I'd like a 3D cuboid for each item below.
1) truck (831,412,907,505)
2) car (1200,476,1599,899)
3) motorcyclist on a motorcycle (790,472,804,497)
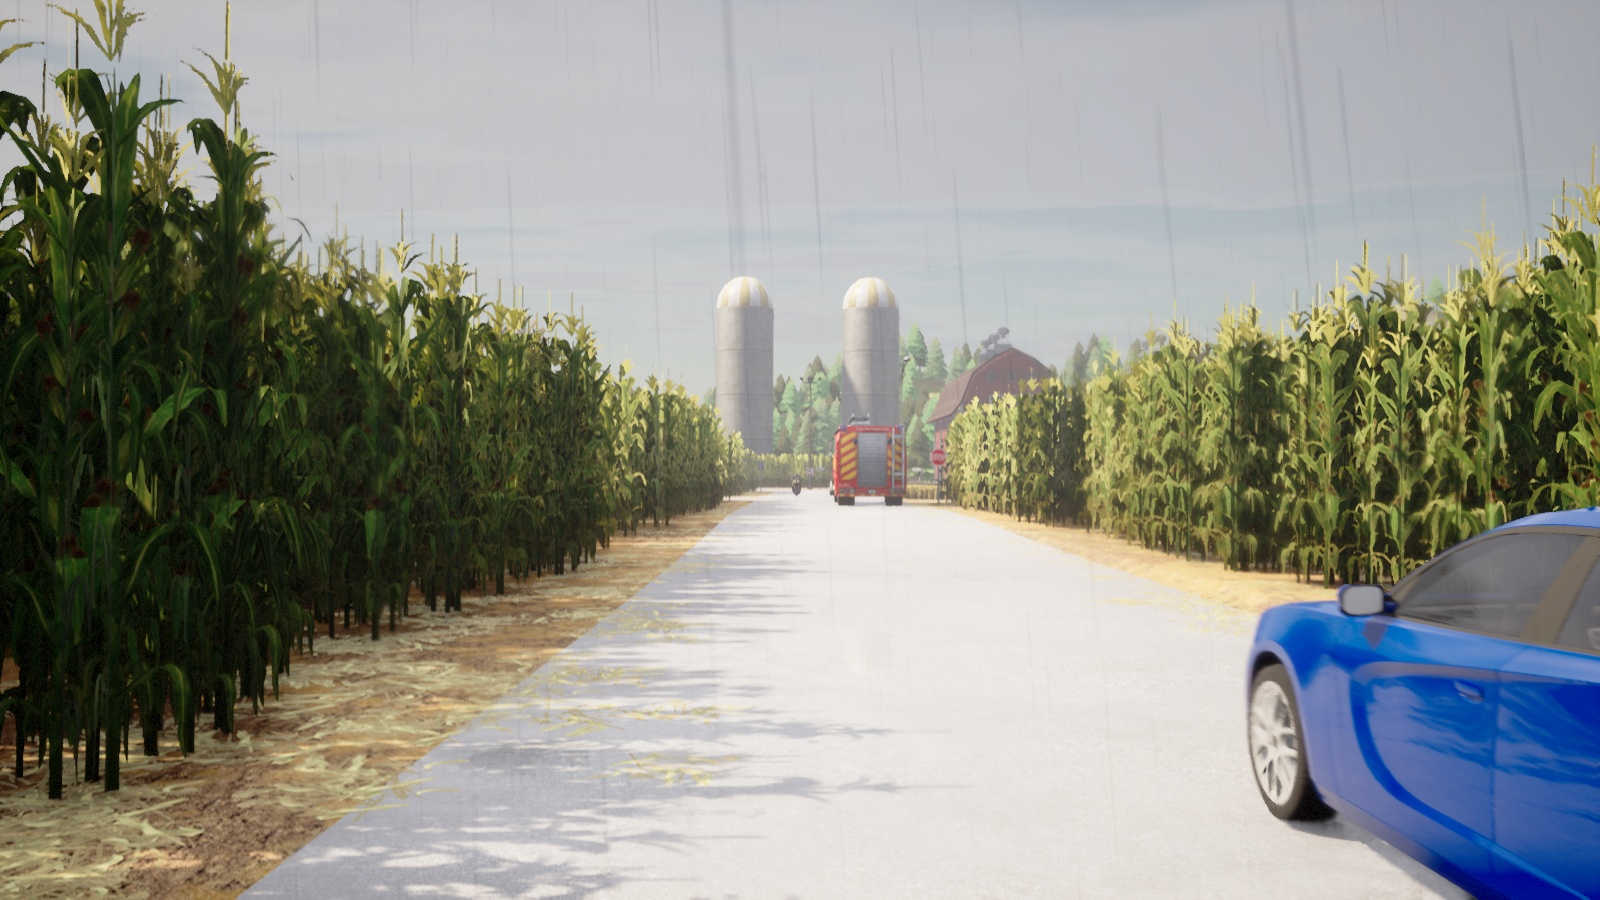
[{"bbox_3d":[2.959,0.450,56.007,2.891,3.827,8.468,0,-1,0],"label":"truck"},{"bbox_3d":[3.086,0.864,4.204,1.882,1.535,5.008,0,-1,0],"label":"car"},{"bbox_3d":[-0.195,2.148,78.862,0.866,1.530,2.191,0,-2,0],"label":"motorcyclist on a motorcycle"}]
